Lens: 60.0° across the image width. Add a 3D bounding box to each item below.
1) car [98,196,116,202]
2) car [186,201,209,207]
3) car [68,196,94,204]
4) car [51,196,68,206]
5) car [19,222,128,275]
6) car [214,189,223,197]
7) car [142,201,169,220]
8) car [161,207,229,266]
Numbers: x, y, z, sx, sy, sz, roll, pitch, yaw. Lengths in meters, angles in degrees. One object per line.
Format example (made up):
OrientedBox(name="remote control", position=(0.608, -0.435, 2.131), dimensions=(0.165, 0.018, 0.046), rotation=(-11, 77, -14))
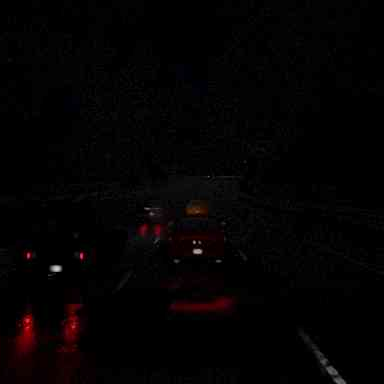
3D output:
OrientedBox(name="car", position=(-12.928, 1.384, 50.972), dimensions=(1.812, 1.442, 4.674), rotation=(0, 1, 3))
OrientedBox(name="car", position=(0.509, 1.497, 29.787), dimensions=(1.882, 1.535, 5.008), rotation=(0, 0, 1))
OrientedBox(name="car", position=(-16.467, 1.342, 50.359), dimensions=(1.882, 1.535, 5.008), rotation=(0, 1, 3))
OrientedBox(name="car", position=(-19.921, 1.330, 51.191), dimensions=(1.882, 1.535, 5.008), rotation=(0, 1, 3))
OrientedBox(name="car", position=(-3.337, 1.608, 10.456), dimensions=(1.895, 1.301, 4.718), rotation=(0, 0, 1))
OrientedBox(name="car", position=(6.994, 0.560, 89.686), dimensions=(1.994, 1.385, 4.181), rotation=(0, 2, 5))
OrientedBox(name="car", position=(-3.034, 1.510, 28.130), dimensions=(2.128, 1.511, 4.902), rotation=(0, 0, 1))
OrientedBox(name="car", position=(0.178, 1.488, 11.606), dimensions=(1.882, 1.535, 5.008), rotation=(0, 0, 1))
